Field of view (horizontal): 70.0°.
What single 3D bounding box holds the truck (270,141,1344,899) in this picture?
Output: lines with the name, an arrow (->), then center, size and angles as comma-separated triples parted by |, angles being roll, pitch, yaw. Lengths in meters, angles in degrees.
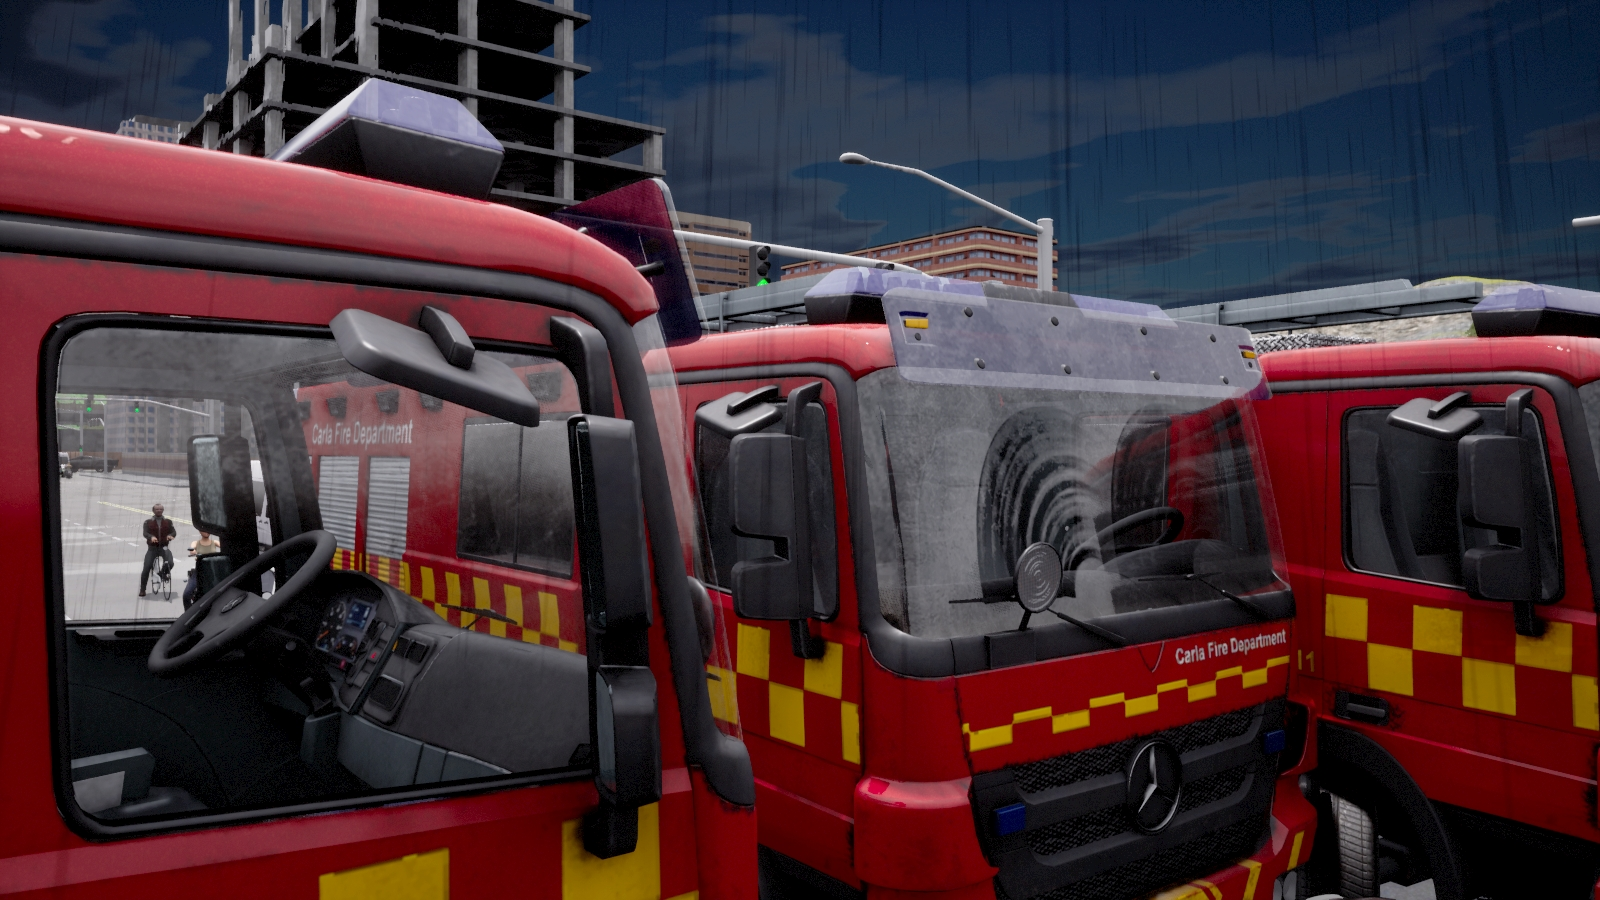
truck -> -1.099, 0.890, 8.003 | 2.891, 3.827, 8.468 | 0, 0, -38

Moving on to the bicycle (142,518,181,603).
bicycle -> -12.095, 2.060, 21.614 | 0.329, 1.471, 1.835 | 0, 0, -39

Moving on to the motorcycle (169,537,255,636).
motorcycle -> -9.533, 2.155, 18.464 | 0.764, 1.307, 2.356 | 0, 0, -39

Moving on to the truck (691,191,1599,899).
truck -> 2.348, 0.890, 8.605 | 2.891, 3.827, 8.468 | 0, 0, -31

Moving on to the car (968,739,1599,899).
car -> 2.437, 2.065, 3.109 | 1.970, 1.475, 3.806 | 0, 0, -30
